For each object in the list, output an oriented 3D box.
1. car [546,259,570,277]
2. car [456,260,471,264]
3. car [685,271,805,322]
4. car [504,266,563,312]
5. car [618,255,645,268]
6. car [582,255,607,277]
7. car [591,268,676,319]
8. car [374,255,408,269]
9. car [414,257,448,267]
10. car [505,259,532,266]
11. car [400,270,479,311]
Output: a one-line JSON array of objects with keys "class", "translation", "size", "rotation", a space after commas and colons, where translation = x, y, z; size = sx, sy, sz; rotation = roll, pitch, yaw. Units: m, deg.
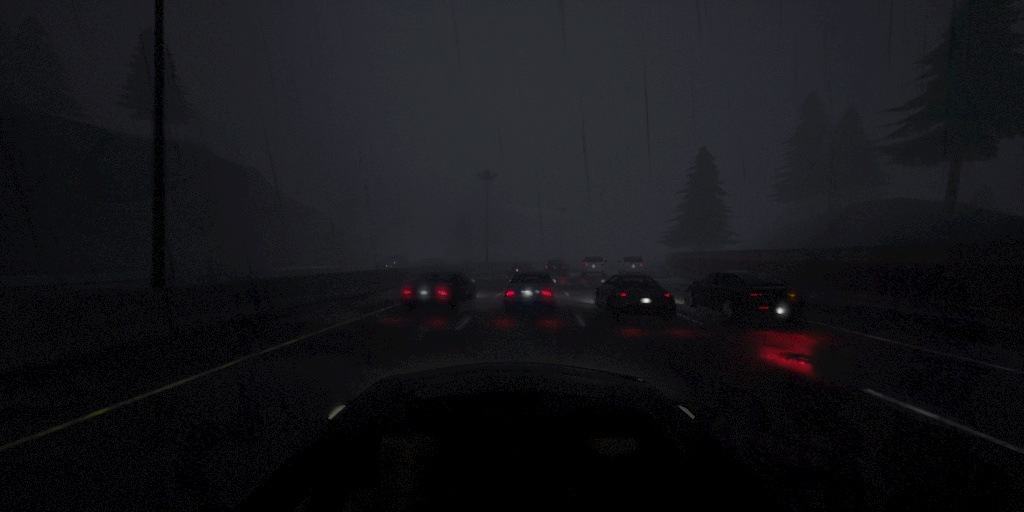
[{"class": "car", "translation": [4.434, 1.080, 34.780], "size": [2.097, 1.767, 4.553], "rotation": [0, 0, 14]}, {"class": "car", "translation": [-6.321, 1.246, 48.544], "size": [1.994, 1.385, 4.181], "rotation": [0, 0, 18]}, {"class": "car", "translation": [7.683, 1.266, 12.385], "size": [1.837, 1.490, 4.892], "rotation": [0, 0, 5]}, {"class": "car", "translation": [0.790, 1.286, 14.298], "size": [2.033, 1.411, 5.357], "rotation": [0, 0, 6]}, {"class": "car", "translation": [11.711, 0.970, 35.136], "size": [2.150, 2.045, 5.566], "rotation": [0, 0, 15]}, {"class": "car", "translation": [7.987, 0.959, 34.722], "size": [2.150, 2.045, 5.566], "rotation": [0, 0, 15]}, {"class": "car", "translation": [4.217, 1.314, 12.814], "size": [1.994, 1.385, 4.181], "rotation": [0, 0, 5]}, {"class": "car", "translation": [-16.815, 0.872, 50.296], "size": [2.150, 2.045, 5.566], "rotation": [0, 0, 18]}, {"class": "car", "translation": [-10.362, 1.219, 47.576], "size": [2.033, 1.411, 5.357], "rotation": [0, 0, 17]}, {"class": "car", "translation": [0.951, 1.281, 35.304], "size": [1.994, 1.385, 4.181], "rotation": [0, 0, 14]}, {"class": "car", "translation": [-2.699, 1.276, 14.474], "size": [2.033, 1.411, 5.357], "rotation": [0, 0, 6]}]
